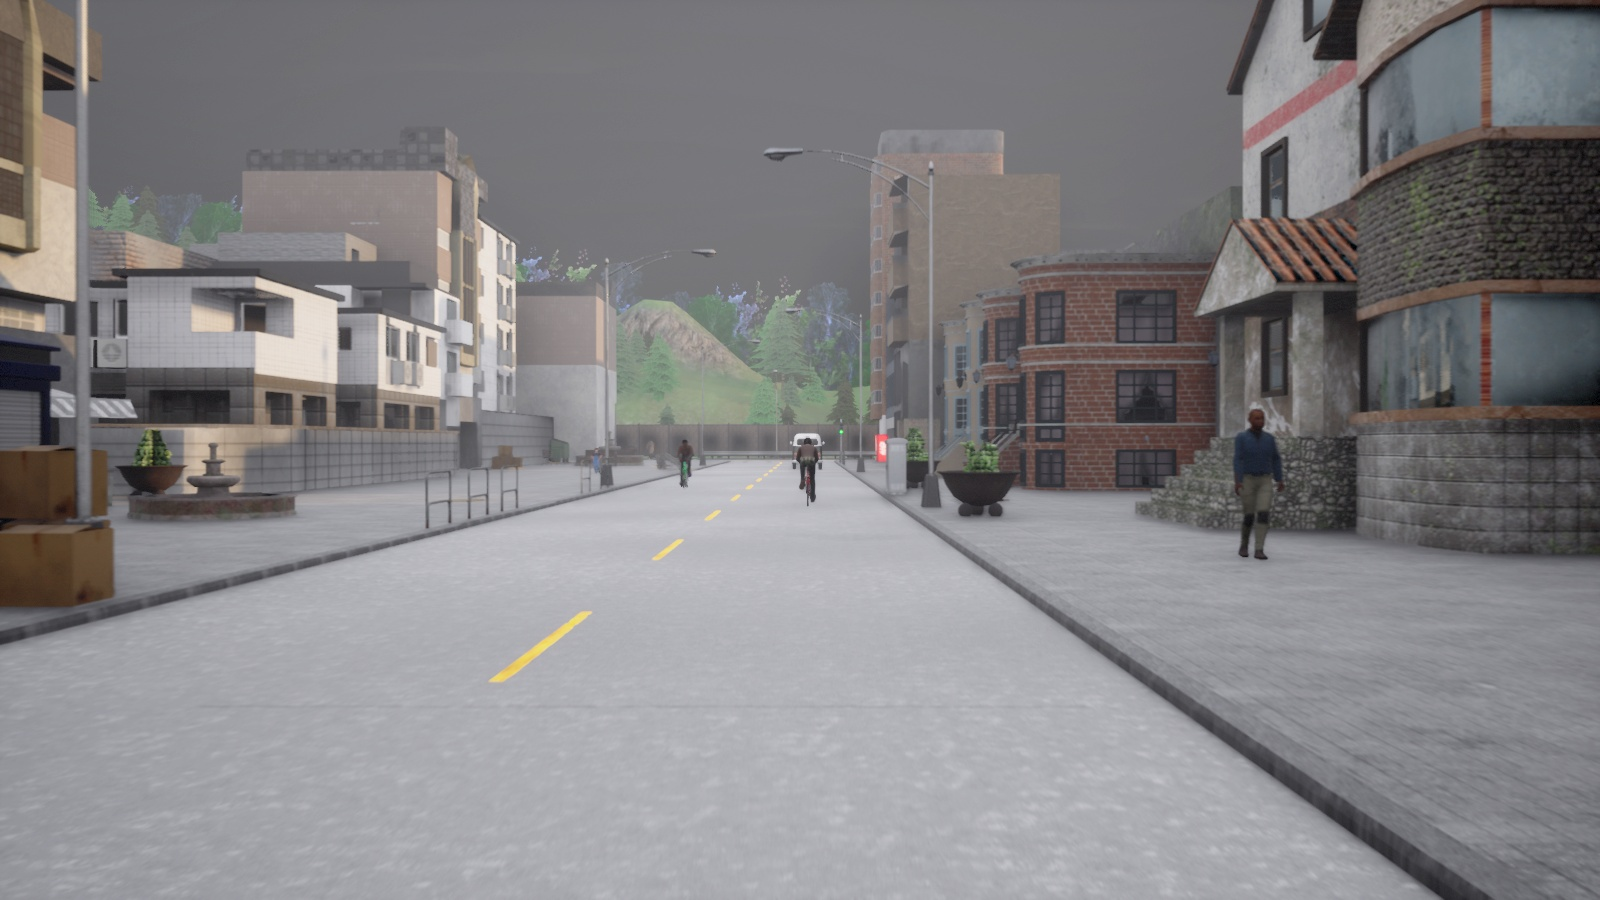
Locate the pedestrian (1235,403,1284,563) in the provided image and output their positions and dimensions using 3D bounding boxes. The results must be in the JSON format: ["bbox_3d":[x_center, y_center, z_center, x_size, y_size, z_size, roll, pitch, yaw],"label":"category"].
[{"bbox_3d":[5.413,0.376,14.814,0.370,1.835,0.726,0,0,7],"label":"pedestrian"}]

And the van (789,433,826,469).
[{"bbox_3d":[0.429,0.059,73.001,2.069,2.038,4.480,0,0,0],"label":"van"}]
